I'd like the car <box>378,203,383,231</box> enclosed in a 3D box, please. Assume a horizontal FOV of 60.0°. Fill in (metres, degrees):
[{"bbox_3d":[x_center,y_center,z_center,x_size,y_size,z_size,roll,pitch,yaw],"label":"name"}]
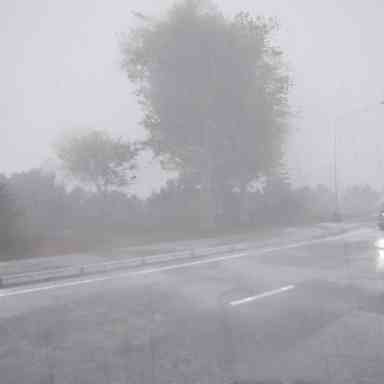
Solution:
[{"bbox_3d":[13.091,1.231,20.017,2.150,2.045,5.566,0,0,45],"label":"car"}]
